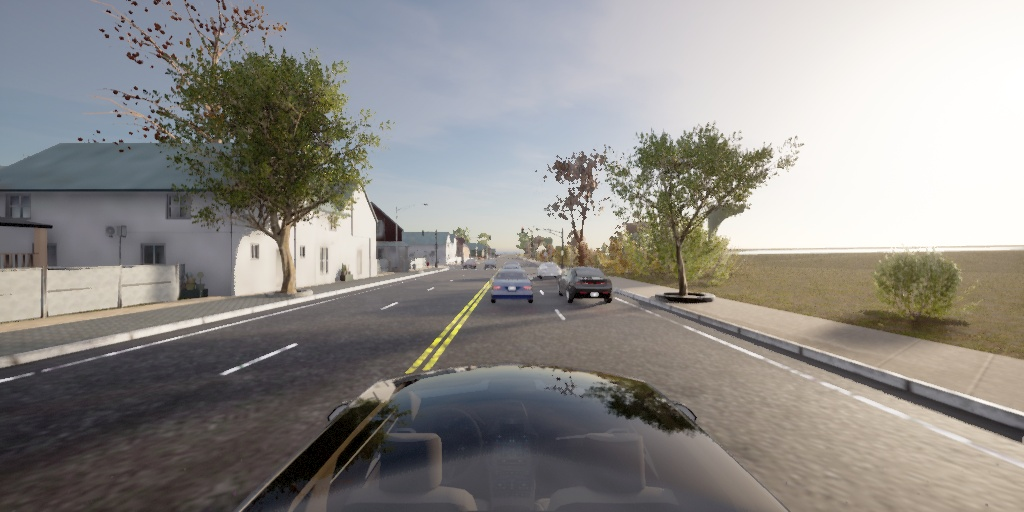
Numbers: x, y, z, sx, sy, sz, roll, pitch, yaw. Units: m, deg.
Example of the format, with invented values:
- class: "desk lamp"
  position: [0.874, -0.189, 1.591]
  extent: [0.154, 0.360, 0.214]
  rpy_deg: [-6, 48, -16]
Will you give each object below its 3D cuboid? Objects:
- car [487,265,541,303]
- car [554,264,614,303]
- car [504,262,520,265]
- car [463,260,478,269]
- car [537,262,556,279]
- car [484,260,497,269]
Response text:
- class: "car"
  position: [0.000, 1.306, 16.501]
  extent: [2.033, 1.411, 5.357]
  rpy_deg: [0, 0, 0]
- class: "car"
  position: [3.250, 1.260, 16.501]
  extent: [1.837, 1.490, 4.892]
  rpy_deg: [0, 0, 0]
- class: "car"
  position: [0.000, 1.268, 31.501]
  extent: [1.812, 1.442, 4.674]
  rpy_deg: [0, 0, 0]
- class: "car"
  position: [-6.499, 1.269, 55.501]
  extent: [1.812, 1.442, 4.674]
  rpy_deg: [0, 0, 0]
- class: "car"
  position: [3.250, 1.268, 31.502]
  extent: [1.812, 1.442, 4.674]
  rpy_deg: [0, 0, 0]
- class: "car"
  position: [-3.250, 1.269, 55.502]
  extent: [1.812, 1.442, 4.674]
  rpy_deg: [0, 0, 0]
